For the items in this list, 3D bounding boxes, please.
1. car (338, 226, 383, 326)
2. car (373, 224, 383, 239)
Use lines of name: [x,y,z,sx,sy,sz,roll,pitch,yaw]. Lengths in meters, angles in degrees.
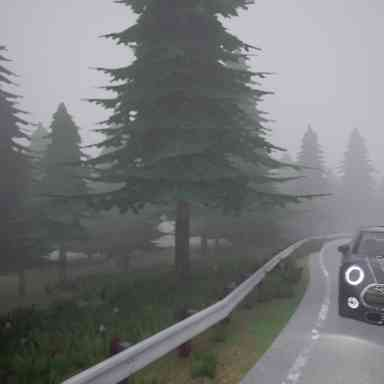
car: [4.384,1.569,7.248,2.097,1.767,4.553,0,-3,25]
car: [20.042,4.001,33.469,4.181,1.385,1.994,6,-4,-45]
